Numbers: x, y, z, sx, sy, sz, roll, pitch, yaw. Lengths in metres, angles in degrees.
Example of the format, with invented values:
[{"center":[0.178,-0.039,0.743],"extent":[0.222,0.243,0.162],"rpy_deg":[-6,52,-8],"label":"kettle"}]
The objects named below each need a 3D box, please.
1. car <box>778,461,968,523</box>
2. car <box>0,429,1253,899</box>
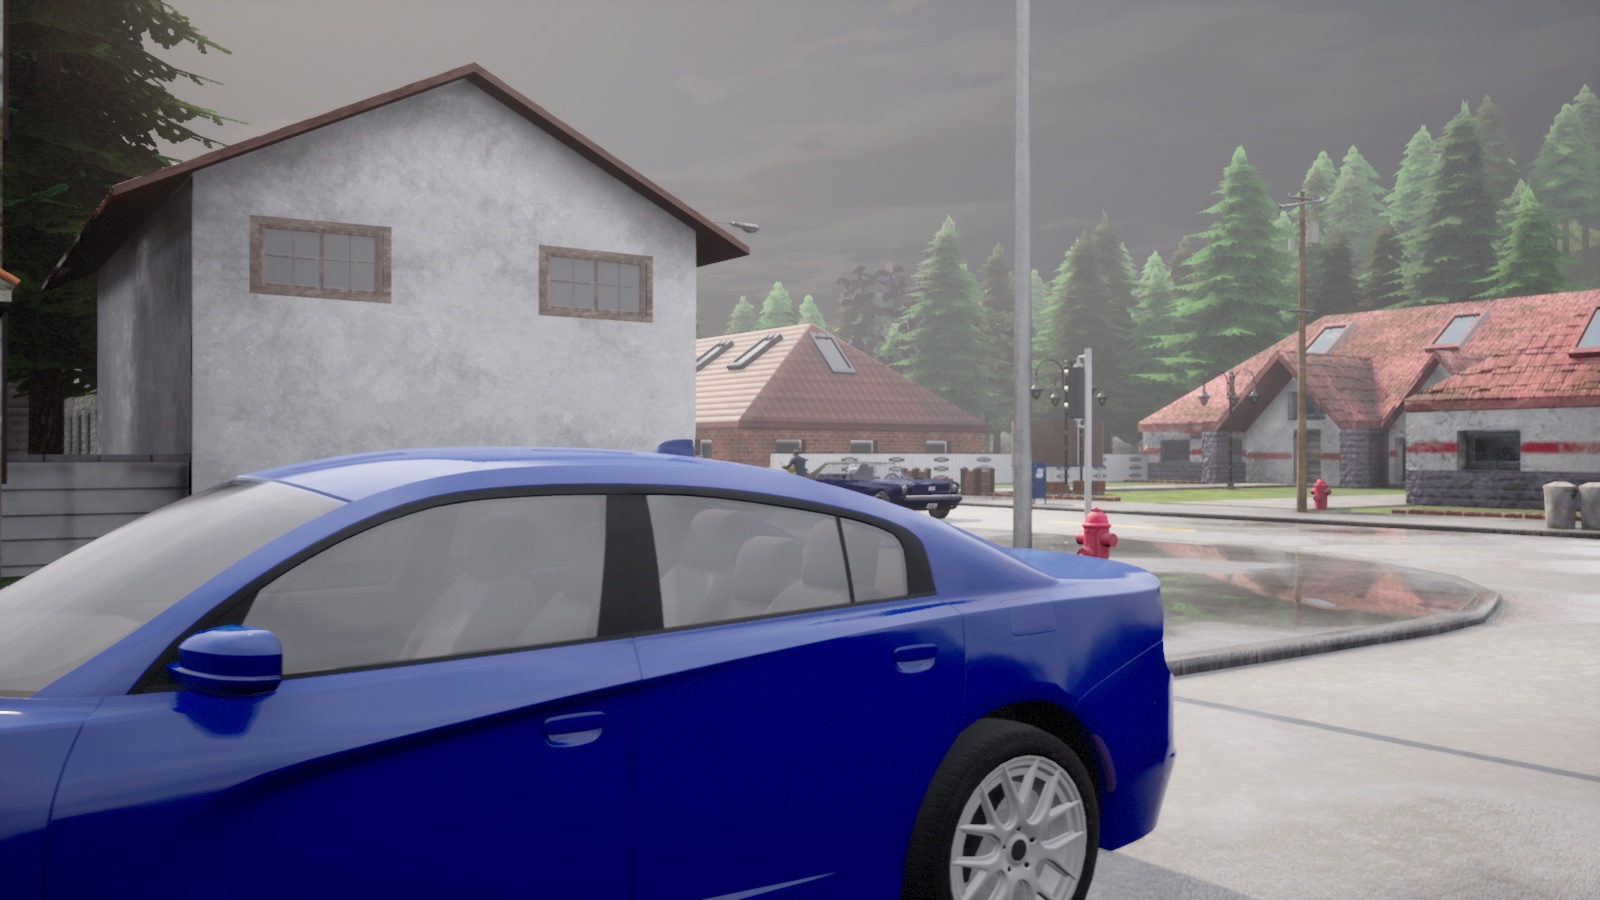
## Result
[{"center":[1.595,0.912,29.242],"extent":[1.895,1.301,4.718],"rpy_deg":[0,0,-35],"label":"car"},{"center":[-1.073,0.733,3.532],"extent":[5.008,1.535,1.882],"rpy_deg":[0,0,-35],"label":"car"}]
